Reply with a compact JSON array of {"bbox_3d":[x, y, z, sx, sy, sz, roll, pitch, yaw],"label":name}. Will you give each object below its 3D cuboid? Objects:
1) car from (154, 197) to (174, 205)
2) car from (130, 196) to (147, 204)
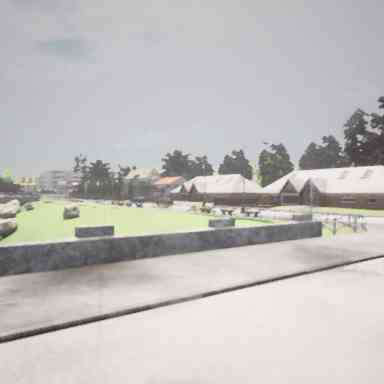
[{"bbox_3d":[-5.127,1.641,60.010,2.128,1.511,4.902,0,0,-35],"label":"car"},{"bbox_3d":[-11.005,1.654,68.288,1.837,1.490,4.892,0,0,-35],"label":"car"}]
